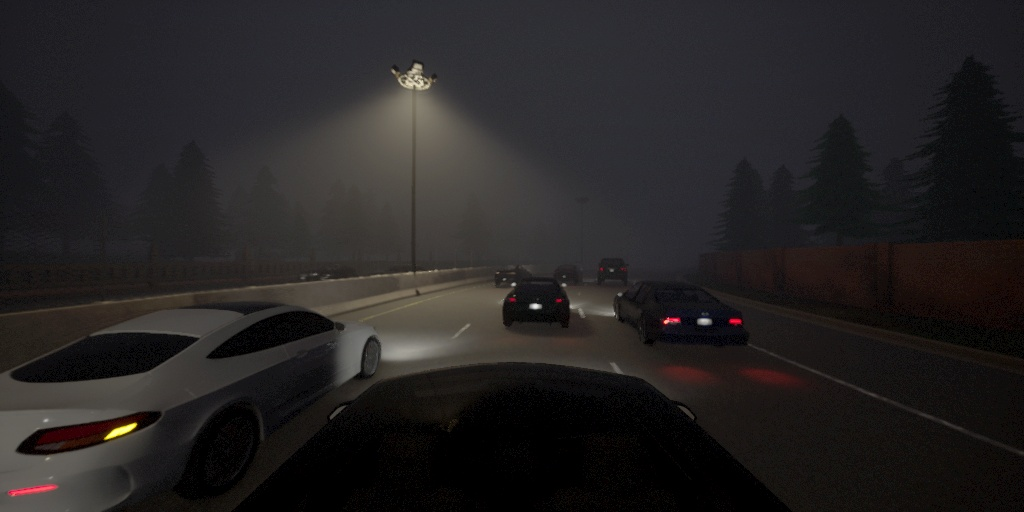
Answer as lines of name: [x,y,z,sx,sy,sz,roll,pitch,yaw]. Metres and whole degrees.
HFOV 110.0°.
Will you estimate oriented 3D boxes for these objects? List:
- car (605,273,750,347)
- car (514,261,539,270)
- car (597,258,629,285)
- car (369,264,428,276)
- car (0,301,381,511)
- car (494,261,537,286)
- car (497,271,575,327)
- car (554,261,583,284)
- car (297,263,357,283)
car: [4.052,1.363,9.580,2.033,1.411,5.357,0,0,6]
car: [2.647,1.609,64.378,2.128,1.511,4.902,0,0,35]
car: [7.980,1.162,28.308,2.150,2.045,5.566,0,0,18]
car: [-7.567,1.347,25.235,1.837,1.490,4.892,0,0,14]
car: [-3.237,1.274,4.350,1.812,1.442,4.674,0,0,2]
car: [0.127,1.380,26.278,2.128,1.511,4.902,0,0,15]
car: [0.875,1.376,11.909,1.994,1.385,4.181,0,0,6]
car: [4.618,1.406,29.177,1.882,1.535,5.008,0,0,17]
car: [-14.152,1.313,27.686,2.128,1.511,4.902,0,0,15]
